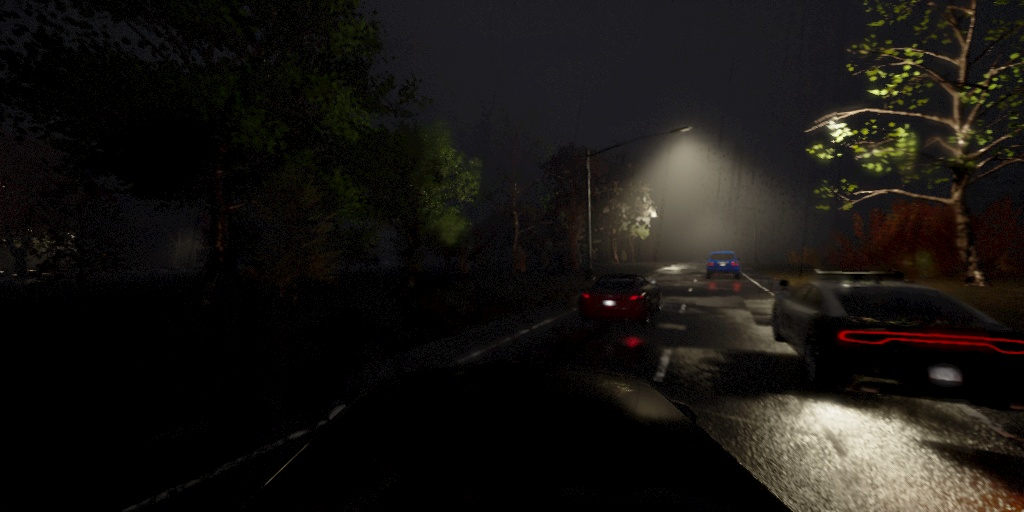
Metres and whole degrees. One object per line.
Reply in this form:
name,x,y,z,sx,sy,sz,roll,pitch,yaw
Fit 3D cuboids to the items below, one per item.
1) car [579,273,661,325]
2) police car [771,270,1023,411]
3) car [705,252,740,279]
car,3.631,1.253,11.704,1.994,1.385,4.181,-1,0,28
police car,5.928,1.067,6.205,1.930,1.638,5.238,-1,0,28
car,16.543,0.682,28.224,2.150,2.045,5.566,-1,0,30
